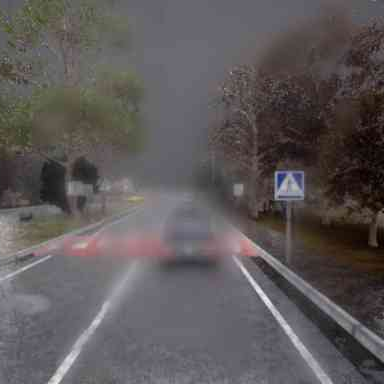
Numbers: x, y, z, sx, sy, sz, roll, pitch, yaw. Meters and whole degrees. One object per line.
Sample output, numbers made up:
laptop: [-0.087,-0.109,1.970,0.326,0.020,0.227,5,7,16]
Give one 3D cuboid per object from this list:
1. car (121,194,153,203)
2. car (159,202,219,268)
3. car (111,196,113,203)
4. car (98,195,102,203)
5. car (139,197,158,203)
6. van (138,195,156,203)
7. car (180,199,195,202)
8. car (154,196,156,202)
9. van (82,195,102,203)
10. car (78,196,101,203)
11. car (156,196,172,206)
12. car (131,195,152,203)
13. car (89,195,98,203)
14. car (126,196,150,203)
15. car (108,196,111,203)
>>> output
car: [-11.383,1.533,69.368,5.366,1.575,1.946,0,-1,-1]
car: [-0.110,1.465,11.653,2.033,1.411,5.357,0,5,-1]
car: [-25.049,2.171,91.494,5.008,1.535,2.097,0,-2,-1]
car: [-24.616,1.751,77.657,5.366,1.575,1.946,0,-2,-1]
car: [-11.978,2.158,91.546,5.008,1.535,2.097,0,-2,-1]
van: [-12.039,1.849,88.776,4.442,1.987,1.878,0,-2,-1]
car: [-0.428,1.408,30.385,2.128,1.511,4.902,0,0,-1]
car: [-11.742,1.571,80.456,5.566,2.045,2.435,0,-2,-1]
van: [-25.019,1.694,83.193,4.442,1.987,1.878,0,-2,-1]
car: [-24.845,1.837,80.419,4.892,1.521,2.231,0,-2,-1]
car: [-4.255,1.345,53.342,1.882,1.535,5.008,0,0,-1]
car: [-11.751,1.616,77.681,4.553,1.767,2.185,0,-2,-1]
car: [-24.779,1.425,74.893,5.566,2.045,2.435,0,-1,-1]
car: [-11.624,1.598,72.132,4.892,1.521,2.231,0,-1,-1]
car: [-24.996,2.083,88.600,5.008,1.535,2.097,0,-2,-1]
